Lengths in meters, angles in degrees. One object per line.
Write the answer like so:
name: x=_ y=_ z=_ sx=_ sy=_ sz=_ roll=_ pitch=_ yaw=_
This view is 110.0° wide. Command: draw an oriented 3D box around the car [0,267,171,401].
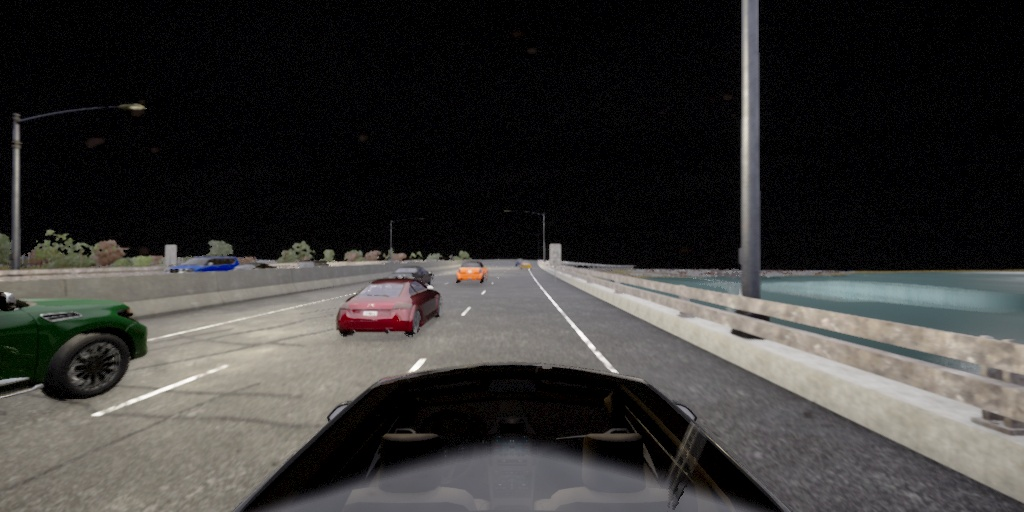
car: x=-6.926 y=0.978 z=3.315 sx=2.150 sy=2.045 sz=5.566 roll=0 pitch=0 yaw=0

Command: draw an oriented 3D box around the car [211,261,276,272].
car: x=-20.823 y=1.361 z=28.587 sx=1.837 sy=1.490 sz=4.892 roll=0 pitch=0 yaw=1

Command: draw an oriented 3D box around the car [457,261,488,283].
car: x=-3.119 y=1.211 z=29.033 sx=2.097 sy=1.767 sz=4.553 roll=0 pitch=0 yaw=1

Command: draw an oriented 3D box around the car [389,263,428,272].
car: x=-6.706 y=1.386 z=24.075 sx=2.033 sy=1.411 sz=5.357 roll=0 pitch=0 yaw=1

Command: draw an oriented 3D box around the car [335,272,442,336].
car: x=-3.356 y=1.347 z=10.543 sx=1.994 sy=1.385 sz=4.181 roll=0 pitch=0 yaw=0

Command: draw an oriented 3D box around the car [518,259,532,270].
car: x=2.338 y=1.460 z=59.912 sx=1.801 sy=1.575 sz=5.366 roll=0 pitch=0 yaw=2

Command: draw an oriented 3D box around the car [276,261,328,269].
car: x=-17.285 y=1.217 z=30.425 sx=2.097 sy=1.767 sz=4.553 roll=0 pitch=0 yaw=1

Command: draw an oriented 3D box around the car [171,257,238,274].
car: x=-24.328 y=1.077 z=28.515 sx=2.150 sy=2.045 sz=5.566 roll=0 pitch=0 yaw=1
